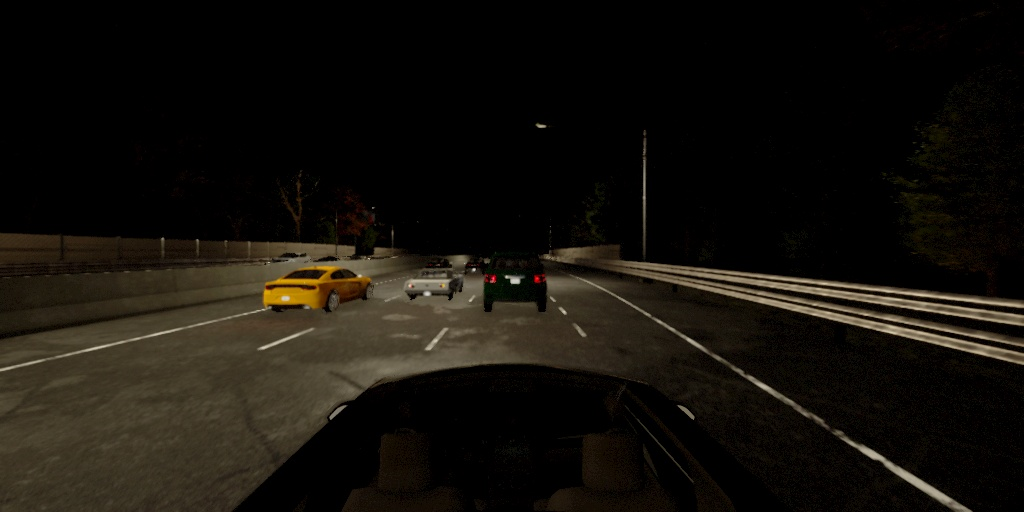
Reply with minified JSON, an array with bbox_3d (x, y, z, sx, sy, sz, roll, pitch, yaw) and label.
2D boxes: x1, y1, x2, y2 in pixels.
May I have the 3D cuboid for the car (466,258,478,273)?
[{"bbox_3d":[-3.387,0.955,34.331,1.837,1.490,4.892,0,0,0],"label":"car"}]

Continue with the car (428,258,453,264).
[{"bbox_3d":[-6.887,0.955,34.329,1.837,1.490,4.892,0,0,0],"label":"car"}]

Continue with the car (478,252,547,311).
[{"bbox_3d":[0.105,0.855,13.882,2.150,2.045,5.566,0,1,0],"label":"car"}]

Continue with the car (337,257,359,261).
[{"bbox_3d":[-21.042,0.823,48.481,2.128,1.511,4.902,0,0,0],"label":"car"}]

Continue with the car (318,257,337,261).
[{"bbox_3d":[-24.537,0.839,48.069,1.837,1.490,4.892,0,1,0],"label":"car"}]

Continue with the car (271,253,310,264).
[{"bbox_3d":[-28.043,0.576,45.673,2.150,2.045,5.566,0,1,0],"label":"car"}]

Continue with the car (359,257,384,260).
[{"bbox_3d":[-17.559,0.875,46.288,1.812,1.442,4.674,0,1,0],"label":"car"}]

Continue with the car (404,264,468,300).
[{"bbox_3d":[-3.393,1.210,16.593,1.895,1.301,4.718,0,1,0],"label":"car"}]

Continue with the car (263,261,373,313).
[{"bbox_3d":[-6.895,1.116,13.394,1.882,1.535,5.008,0,1,0],"label":"car"}]
